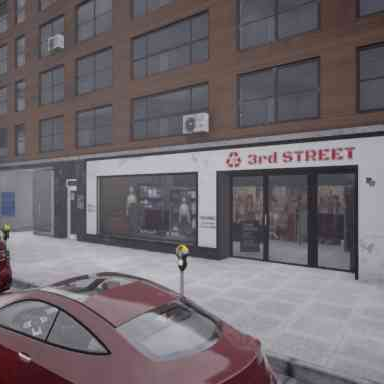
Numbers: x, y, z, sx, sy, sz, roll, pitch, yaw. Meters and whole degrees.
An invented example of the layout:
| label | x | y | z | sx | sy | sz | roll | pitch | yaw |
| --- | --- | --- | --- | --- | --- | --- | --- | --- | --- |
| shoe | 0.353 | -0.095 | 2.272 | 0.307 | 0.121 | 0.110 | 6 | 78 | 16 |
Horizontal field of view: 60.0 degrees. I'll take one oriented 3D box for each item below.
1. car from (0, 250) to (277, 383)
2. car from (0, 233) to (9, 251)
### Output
| label | x | y | z | sx | sy | sz | roll | pitch | yaw |
| --- | --- | --- | --- | --- | --- | --- | --- | --- | --- |
| car | -1.196 | 1.582 | 3.659 | 4.206 | 1.307 | 1.802 | 0 | 0 | 35 |
| car | -5.693 | 1.315 | 6.858 | 5.009 | 1.841 | 2.192 | 0 | 0 | 35 |
